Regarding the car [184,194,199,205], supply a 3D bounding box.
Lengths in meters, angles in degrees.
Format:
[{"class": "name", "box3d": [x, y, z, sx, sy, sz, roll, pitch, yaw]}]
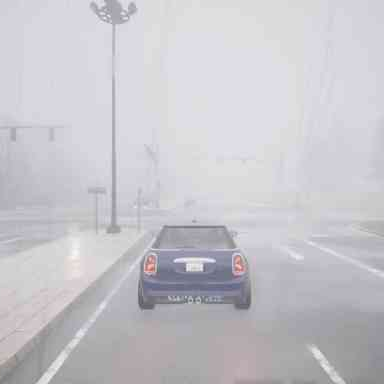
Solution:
[{"class": "car", "box3d": [-0.245, 1.526, 54.827, 1.812, 1.442, 4.674, 0, 0, -1]}]

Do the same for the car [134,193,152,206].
[{"class": "car", "box3d": [-8.344, 1.352, 55.657, 2.097, 1.767, 4.553, 0, 0, -1]}]

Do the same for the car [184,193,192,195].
[{"class": "car", "box3d": [-0.779, 1.489, 85.331, 1.837, 1.490, 4.892, 0, 0, -1]}]

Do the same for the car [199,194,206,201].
[{"class": "car", "box3d": [2.720, 1.513, 85.394, 1.812, 1.442, 4.674, 0, 0, -1]}]

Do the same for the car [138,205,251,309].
[{"class": "car", "box3d": [0.058, 1.352, 8.008, 2.097, 1.767, 4.553, 0, 0, 0]}]

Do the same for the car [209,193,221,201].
[{"class": "car", "box3d": [6.226, 1.215, 85.128, 2.150, 2.045, 5.566, 0, 0, -1]}]

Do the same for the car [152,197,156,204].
[{"class": "car", "box3d": [-8.466, 1.564, 65.603, 1.994, 1.385, 4.181, 0, 0, 0]}]
